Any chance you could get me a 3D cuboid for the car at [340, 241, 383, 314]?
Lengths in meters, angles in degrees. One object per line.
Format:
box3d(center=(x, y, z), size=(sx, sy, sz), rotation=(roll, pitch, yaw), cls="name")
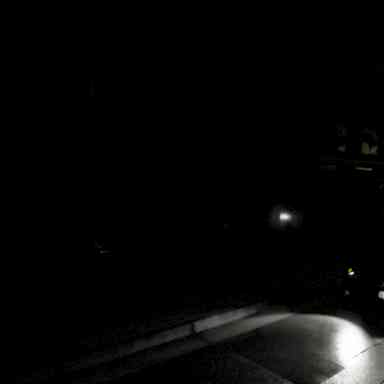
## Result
box3d(center=(4.802, 1.486, 6.535), size=(4.181, 1.385, 1.994), rotation=(-1, 0, -35), cls="car")
